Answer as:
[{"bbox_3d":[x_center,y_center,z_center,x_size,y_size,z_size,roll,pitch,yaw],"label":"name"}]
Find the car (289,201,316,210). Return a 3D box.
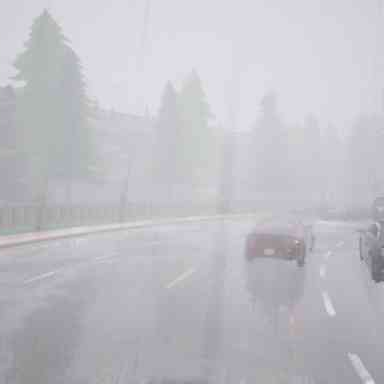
[{"bbox_3d":[10.995,1.608,30.339,5.008,1.535,1.882,1,0,-30],"label":"car"}]

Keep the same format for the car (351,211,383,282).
[{"bbox_3d":[5.991,1.556,9.565,2.128,1.511,4.902,0,0,22],"label":"car"}]

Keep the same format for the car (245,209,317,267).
[{"bbox_3d":[3.189,1.566,11.746,1.812,1.442,4.674,0,0,24],"label":"car"}]

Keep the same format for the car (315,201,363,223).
[{"bbox_3d":[12.548,1.706,27.216,4.181,1.385,1.994,1,0,-30],"label":"car"}]

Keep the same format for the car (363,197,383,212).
[{"bbox_3d":[15.851,1.392,25.054,5.566,2.045,2.150,1,0,-29],"label":"car"}]
